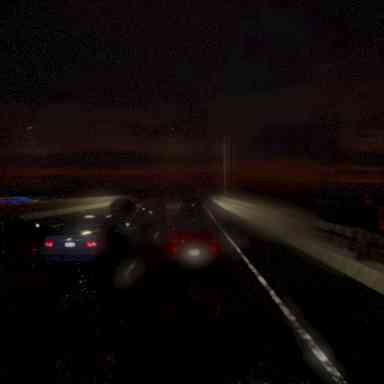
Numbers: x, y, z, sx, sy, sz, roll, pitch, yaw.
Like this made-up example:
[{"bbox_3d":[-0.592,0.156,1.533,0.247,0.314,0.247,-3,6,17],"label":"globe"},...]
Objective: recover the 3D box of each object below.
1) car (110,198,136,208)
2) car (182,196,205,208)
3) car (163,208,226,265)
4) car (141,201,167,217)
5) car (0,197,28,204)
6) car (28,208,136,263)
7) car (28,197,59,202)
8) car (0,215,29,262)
[{"bbox_3d":[-6.857,1.374,33.299,1.882,1.535,5.008,0,0,0],"label":"car"},{"bbox_3d":[0.137,1.256,31.404,2.097,1.767,4.553,0,0,0],"label":"car"},{"bbox_3d":[0.099,1.493,11.386,1.812,1.442,4.674,0,0,0],"label":"car"},{"bbox_3d":[-3.365,1.509,30.144,1.895,1.301,4.718,0,0,0],"label":"car"},{"bbox_3d":[-21.033,1.348,40.042,1.882,1.535,5.008,0,0,0],"label":"car"},{"bbox_3d":[-3.398,1.513,11.813,2.033,1.411,5.357,0,0,0],"label":"car"},{"bbox_3d":[-17.534,1.375,40.344,1.837,1.490,4.892,0,0,0],"label":"car"},{"bbox_3d":[-6.897,1.512,11.807,2.033,1.411,5.357,0,0,0],"label":"car"}]
